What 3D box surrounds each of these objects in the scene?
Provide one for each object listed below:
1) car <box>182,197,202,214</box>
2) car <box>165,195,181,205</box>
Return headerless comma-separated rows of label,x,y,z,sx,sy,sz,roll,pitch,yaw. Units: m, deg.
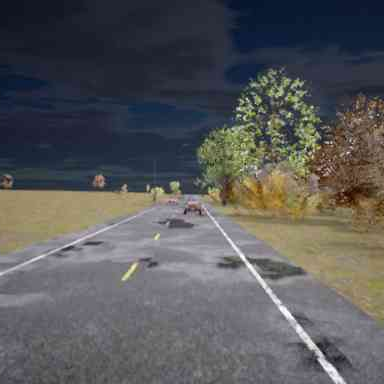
car,0.090,1.549,35.435,1.812,1.442,4.674,0,0,1
car,-3.543,1.394,59.073,2.097,1.767,4.553,0,0,1
